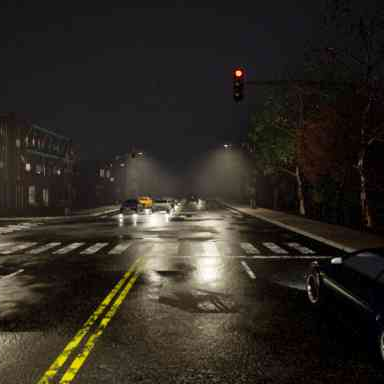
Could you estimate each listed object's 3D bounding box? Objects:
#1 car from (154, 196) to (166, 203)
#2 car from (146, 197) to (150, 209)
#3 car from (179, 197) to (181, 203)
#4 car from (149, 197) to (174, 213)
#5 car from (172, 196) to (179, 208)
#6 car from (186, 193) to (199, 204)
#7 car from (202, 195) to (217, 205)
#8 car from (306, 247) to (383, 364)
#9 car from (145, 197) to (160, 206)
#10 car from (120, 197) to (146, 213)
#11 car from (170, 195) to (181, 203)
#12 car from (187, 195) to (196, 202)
[{"bbox_3d":[-6.549,1.576,67.803,1.895,1.301,4.718,0,0,0],"label":"car"},{"bbox_3d":[-6.610,1.463,45.916,1.882,1.535,5.008,0,0,0],"label":"car"},{"bbox_3d":[-3.348,1.582,56.332,1.895,1.301,4.718,0,0,0],"label":"car"},{"bbox_3d":[-3.358,1.515,36.985,1.812,1.442,4.674,0,0,0],"label":"car"},{"bbox_3d":[-3.361,1.477,46.253,2.128,1.511,4.902,0,0,0],"label":"car"},{"bbox_3d":[0.069,1.195,63.344,2.150,2.045,5.566,0,-1,0],"label":"car"},{"bbox_3d":[3.322,1.471,58.831,2.128,1.511,4.902,0,0,0],"label":"car"},{"bbox_3d":[3.335,1.563,5.302,1.994,1.385,4.181,0,0,1],"label":"car"},{"bbox_3d":[-6.604,1.545,55.827,1.994,1.385,4.181,0,0,0],"label":"car"},{"bbox_3d":[-6.637,1.515,36.831,1.812,1.442,4.674,0,0,1],"label":"car"},{"bbox_3d":[-3.306,1.453,67.574,1.882,1.535,5.008,0,0,0],"label":"car"},{"bbox_3d":[-0.040,1.494,78.836,2.128,1.511,4.902,0,0,0],"label":"car"}]
